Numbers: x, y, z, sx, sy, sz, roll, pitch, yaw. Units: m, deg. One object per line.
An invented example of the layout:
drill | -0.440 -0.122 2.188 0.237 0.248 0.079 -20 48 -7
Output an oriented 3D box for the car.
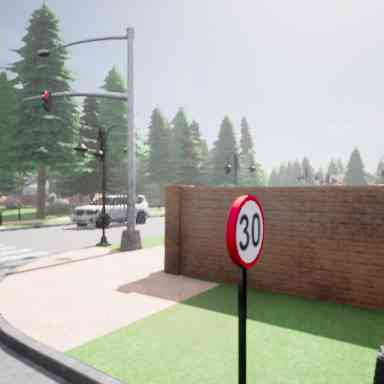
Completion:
car | -5.191 1.209 22.030 2.150 2.045 5.566 0 0 35
